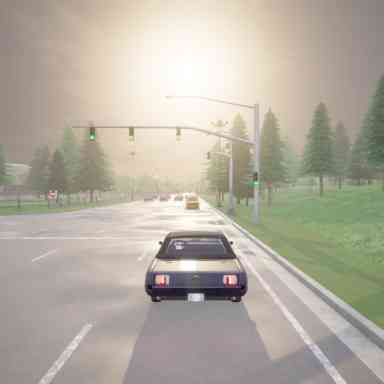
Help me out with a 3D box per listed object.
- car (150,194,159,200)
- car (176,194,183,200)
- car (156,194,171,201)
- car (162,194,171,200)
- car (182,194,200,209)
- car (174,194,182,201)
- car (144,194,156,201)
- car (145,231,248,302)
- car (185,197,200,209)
[{"bbox_3d":[-10.317,1.332,90.914,1.837,1.490,4.892,0,0,0],"label":"car"},{"bbox_3d":[-3.317,1.357,90.900,1.812,1.442,4.674,0,0,0],"label":"car"},{"bbox_3d":[-6.838,1.531,80.487,2.033,1.411,5.357,0,0,0],"label":"car"},{"bbox_3d":[-6.817,1.372,90.907,2.033,1.411,5.357,0,0,0],"label":"car"},{"bbox_3d":[-0.017,1.078,46.403,1.882,1.535,5.008,-3,17,-2],"label":"car"},{"bbox_3d":[-3.337,1.545,80.896,1.994,1.385,4.181,0,0,0],"label":"car"},{"bbox_3d":[-10.338,1.531,80.494,2.033,1.411,5.357,0,0,0],"label":"car"},{"bbox_3d":[0.095,1.601,8.185,1.895,1.301,4.718,0,0,1],"label":"car"},{"bbox_3d":[0.074,1.576,49.853,2.033,1.411,5.357,-1,1,0],"label":"car"}]
